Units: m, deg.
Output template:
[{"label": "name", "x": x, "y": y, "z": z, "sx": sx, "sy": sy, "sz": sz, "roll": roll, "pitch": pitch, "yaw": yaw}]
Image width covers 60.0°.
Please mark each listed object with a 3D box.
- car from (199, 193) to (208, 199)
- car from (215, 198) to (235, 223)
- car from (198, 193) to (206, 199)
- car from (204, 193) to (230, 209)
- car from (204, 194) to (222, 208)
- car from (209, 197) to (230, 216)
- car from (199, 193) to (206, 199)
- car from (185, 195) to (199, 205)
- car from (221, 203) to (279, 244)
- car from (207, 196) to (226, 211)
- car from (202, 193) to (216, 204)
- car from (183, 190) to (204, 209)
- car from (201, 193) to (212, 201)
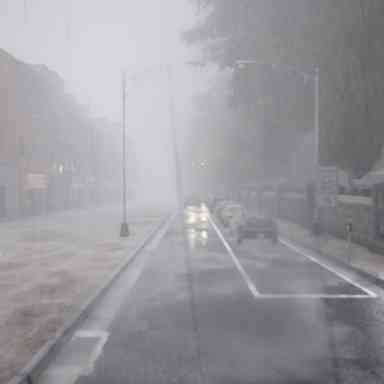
[{"label": "car", "x": 2.650, "y": 0.987, "z": 80.257, "sx": 2.008, "sy": 1.369, "sz": 4.403, "roll": -1, "pitch": 0, "yaw": 0}, {"label": "car", "x": 2.631, "y": 1.341, "z": 20.474, "sx": 1.752, "sy": 1.417, "sz": 4.829, "roll": -1, "pitch": 0, "yaw": 0}, {"label": "car", "x": 2.679, "y": 0.960, "z": 87.392, "sx": 2.008, "sy": 1.369, "sz": 4.403, "roll": -1, "pitch": 0, "yaw": 0}, {"label": "car", "x": 2.629, "y": 1.041, "z": 31.203, "sx": 2.192, "sy": 1.841, "sz": 5.009, "roll": -1, "pitch": 0, "yaw": 0}, {"label": "car", "x": 2.635, "y": 1.084, "z": 42.105, "sx": 1.967, "sy": 1.590, "sz": 4.097, "roll": -1, "pitch": 0, "yaw": 0}, {"label": "car", "x": 2.632, "y": 1.320, "z": 25.756, "sx": 2.008, "sy": 1.369, "sz": 4.403, "roll": -1, "pitch": 0, "yaw": 0}, {"label": "car", "x": 2.702, "y": 0.942, "z": 85.418, "sx": 1.752, "sy": 1.417, "sz": 4.829, "roll": -1, "pitch": 0, "yaw": 0}, {"label": "car", "x": 0.017, "y": 1.142, "z": 49.835, "sx": 2.033, "sy": 1.411, "sz": 5.357, "roll": 0, "pitch": 0, "yaw": 0}, {"label": "car", "x": 2.630, "y": 1.418, "z": 14.855, "sx": 2.008, "sy": 1.369, "sz": 4.403, "roll": -1, "pitch": 1, "yaw": 0}, {"label": "car", "x": 2.636, "y": 1.208, "z": 36.825, "sx": 1.752, "sy": 1.417, "sz": 4.829, "roll": -1, "pitch": 0, "yaw": 0}, {"label": "car", "x": 2.639, "y": 1.012, "z": 53.005, "sx": 1.967, "sy": 1.590, "sz": 4.097, "roll": -1, "pitch": 0, "yaw": 0}, {"label": "car", "x": 0.065, "y": 1.016, "z": 39.810, "sx": 2.097, "sy": 1.767, "sz": 4.553, "roll": 0, "pitch": 0, "yaw": 0}, {"label": "car", "x": 2.773, "y": 0.984, "z": 64.699, "sx": 1.882, "sy": 1.535, "sz": 5.008, "roll": 0, "pitch": 0, "yaw": 0}]
